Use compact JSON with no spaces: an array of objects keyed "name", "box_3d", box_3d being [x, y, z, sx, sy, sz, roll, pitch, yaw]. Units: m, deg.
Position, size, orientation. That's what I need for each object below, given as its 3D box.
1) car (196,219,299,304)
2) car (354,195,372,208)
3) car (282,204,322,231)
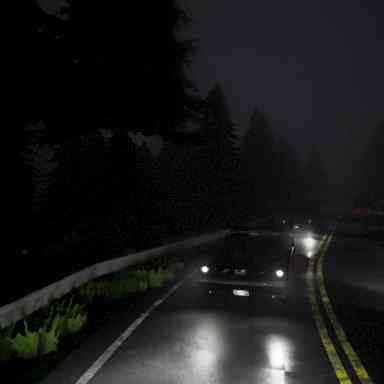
[{"name":"car","box_3d":[1.608,1.599,8.428,1.895,1.301,4.718,-1,0,18]},{"name":"car","box_3d":[20.703,1.057,40.215,2.128,1.511,4.902,-2,0,28]},{"name":"car","box_3d":[6.711,1.460,20.060,2.033,1.411,5.357,-2,0,26]}]
